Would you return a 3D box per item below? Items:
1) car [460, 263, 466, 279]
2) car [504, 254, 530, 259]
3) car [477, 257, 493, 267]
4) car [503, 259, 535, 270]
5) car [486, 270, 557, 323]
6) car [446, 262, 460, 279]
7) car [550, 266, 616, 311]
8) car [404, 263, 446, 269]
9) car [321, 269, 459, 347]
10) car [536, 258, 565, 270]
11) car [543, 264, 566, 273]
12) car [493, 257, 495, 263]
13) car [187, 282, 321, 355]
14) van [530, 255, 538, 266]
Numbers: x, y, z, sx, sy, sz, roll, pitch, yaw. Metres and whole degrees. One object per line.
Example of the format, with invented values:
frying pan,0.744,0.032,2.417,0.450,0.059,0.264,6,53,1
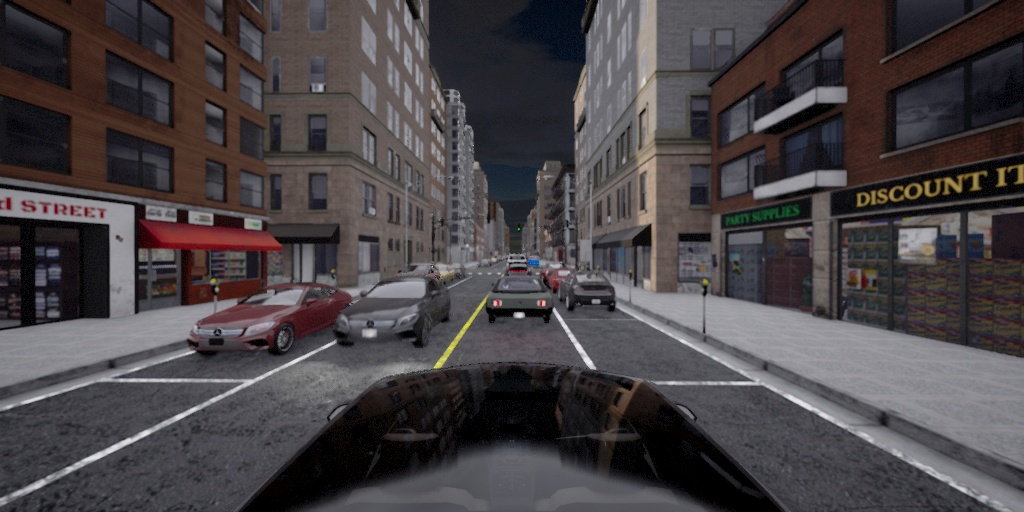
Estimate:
car,-4.973,1.195,30.644,2.007,1.370,4.403,0,0,1
car,0.544,0.838,39.143,2.150,2.045,5.566,0,0,1
car,-4.563,1.094,57.722,2.007,1.370,4.403,0,0,1
car,0.443,1.167,25.868,1.837,1.490,4.892,0,0,1
car,0.238,1.313,12.002,1.895,1.301,4.718,0,0,1
car,-5.059,1.190,24.956,1.751,1.417,4.829,0,0,1
car,2.800,1.256,13.976,2.007,1.370,4.403,0,0,1
car,-5.140,1.125,19.609,1.967,1.591,4.097,0,0,1
car,-2.757,1.248,9.358,1.812,1.442,4.674,0,0,1
car,2.968,1.105,25.013,1.967,1.591,4.097,0,0,1
car,2.884,1.267,19.495,1.802,1.307,4.207,0,0,1
car,-4.477,1.068,63.403,1.888,1.381,4.507,0,0,1
car,-5.307,1.307,8.573,1.802,1.307,4.207,0,0,1
van,3.461,0.885,57.609,1.690,1.789,3.998,0,0,1
